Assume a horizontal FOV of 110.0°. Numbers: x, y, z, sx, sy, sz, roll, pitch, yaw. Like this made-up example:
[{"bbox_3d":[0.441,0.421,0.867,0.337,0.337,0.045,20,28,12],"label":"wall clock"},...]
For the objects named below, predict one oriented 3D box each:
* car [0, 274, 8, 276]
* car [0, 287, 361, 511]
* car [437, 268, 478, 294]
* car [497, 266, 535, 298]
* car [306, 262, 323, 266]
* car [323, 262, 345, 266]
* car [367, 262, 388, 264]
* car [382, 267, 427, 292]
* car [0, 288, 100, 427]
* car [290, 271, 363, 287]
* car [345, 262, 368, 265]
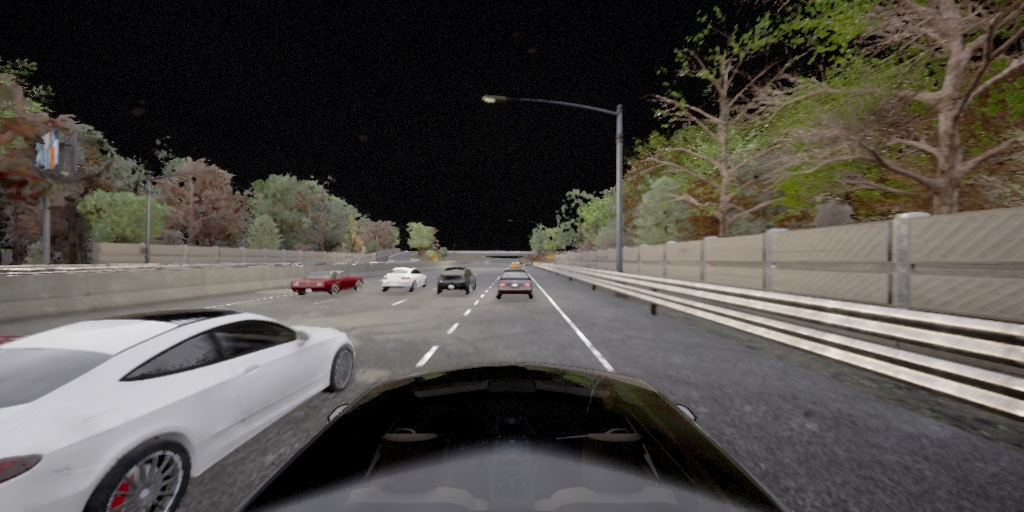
[{"bbox_3d":[-21.005,1.259,12.881,2.128,1.511,4.902,0,0,1],"label":"car"},{"bbox_3d":[-3.405,1.281,3.788,1.812,1.442,4.674,0,-1,1],"label":"car"},{"bbox_3d":[-3.213,1.418,21.497,1.837,1.490,4.892,0,-1,1],"label":"car"},{"bbox_3d":[0.165,1.456,19.562,2.033,1.411,5.357,0,-1,1],"label":"car"},{"bbox_3d":[-30.944,1.655,56.969,2.128,1.511,4.902,0,-1,1],"label":"car"},{"bbox_3d":[-27.443,1.773,57.068,1.895,1.301,4.718,0,-1,1],"label":"car"},{"bbox_3d":[-20.465,1.793,56.498,1.895,1.301,4.718,0,-1,1],"label":"car"},{"bbox_3d":[-6.714,1.436,22.733,1.812,1.442,4.674,0,-1,0],"label":"car"},{"bbox_3d":[-6.914,1.210,2.675,1.882,1.535,5.008,0,-1,1],"label":"car"},{"bbox_3d":[-10.224,1.476,20.299,1.895,1.301,4.718,0,-1,1],"label":"car"},{"bbox_3d":[-23.949,1.681,57.190,2.128,1.511,4.902,0,-1,1],"label":"car"}]
